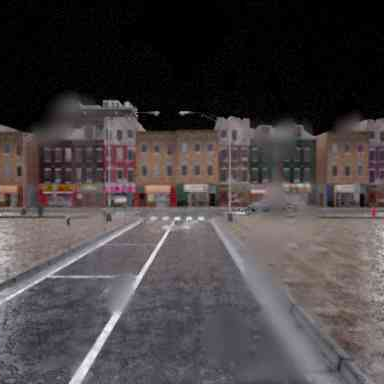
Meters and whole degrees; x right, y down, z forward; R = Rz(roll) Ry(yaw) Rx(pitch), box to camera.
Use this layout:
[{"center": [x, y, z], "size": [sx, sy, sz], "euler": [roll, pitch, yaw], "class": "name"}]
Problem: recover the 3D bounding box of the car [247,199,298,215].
[{"center": [7.936, 1.488, 32.910], "size": [4.902, 1.511, 2.128], "euler": [0, 1, 0], "class": "car"}]
